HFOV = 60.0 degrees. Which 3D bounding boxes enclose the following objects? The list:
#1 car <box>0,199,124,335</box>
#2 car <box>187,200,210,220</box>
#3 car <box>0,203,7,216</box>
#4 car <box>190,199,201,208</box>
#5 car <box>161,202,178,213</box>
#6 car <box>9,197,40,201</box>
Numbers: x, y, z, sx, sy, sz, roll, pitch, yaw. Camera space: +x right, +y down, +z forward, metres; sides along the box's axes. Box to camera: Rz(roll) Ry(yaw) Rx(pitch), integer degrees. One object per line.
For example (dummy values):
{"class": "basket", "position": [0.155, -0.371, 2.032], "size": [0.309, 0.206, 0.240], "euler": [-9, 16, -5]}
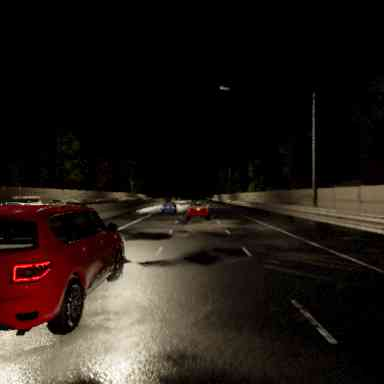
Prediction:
{"class": "car", "position": [-2.972, 1.273, 6.988], "size": [2.150, 2.045, 5.566], "euler": [0, -1, 0]}
{"class": "car", "position": [0.578, 1.678, 32.272], "size": [2.097, 1.767, 4.553], "euler": [0, -1, 0]}
{"class": "car", "position": [-20.607, 1.793, 33.043], "size": [1.994, 1.385, 4.181], "euler": [0, -1, 0]}
{"class": "car", "position": [0.631, 2.108, 60.215], "size": [1.882, 1.535, 5.008], "euler": [0, -1, 0]}
{"class": "car", "position": [-2.905, 1.972, 43.114], "size": [2.033, 1.411, 5.357], "euler": [0, -1, 0]}
{"class": "car", "position": [-17.106, 1.473, 33.456], "size": [2.150, 2.045, 5.566], "euler": [0, -1, 0]}
